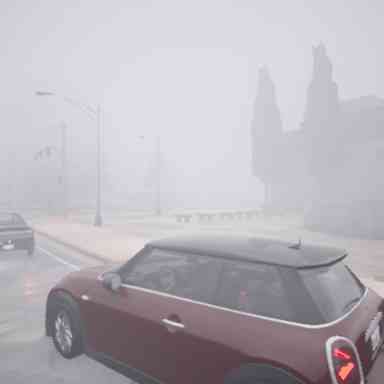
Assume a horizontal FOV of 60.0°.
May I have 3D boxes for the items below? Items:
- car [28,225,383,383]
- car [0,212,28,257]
[{"bbox_3d":[0.019,1.351,4.365,4.553,1.767,2.097,0,0,39],"label":"car"},{"bbox_3d":[-7.201,1.492,12.275,2.128,1.511,4.902,0,0,-38],"label":"car"}]
